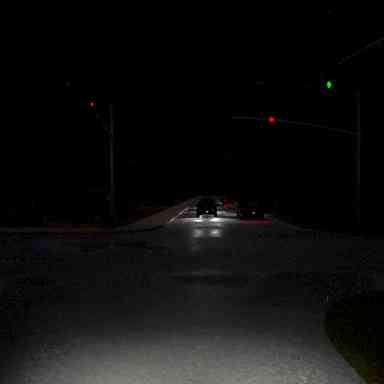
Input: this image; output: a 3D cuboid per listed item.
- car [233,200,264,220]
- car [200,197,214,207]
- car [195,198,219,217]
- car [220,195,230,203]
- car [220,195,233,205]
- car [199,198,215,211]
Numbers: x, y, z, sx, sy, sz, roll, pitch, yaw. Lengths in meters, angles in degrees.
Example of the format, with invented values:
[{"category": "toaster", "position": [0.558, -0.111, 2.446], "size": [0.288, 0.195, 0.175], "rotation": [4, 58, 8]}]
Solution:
[{"category": "car", "position": [4.843, 1.443, 27.991], "size": [1.882, 1.535, 5.008], "rotation": [0, 0, 3]}, {"category": "car", "position": [2.339, 1.529, 50.357], "size": [1.994, 1.385, 4.181], "rotation": [0, 0, 3]}, {"category": "car", "position": [1.384, 1.470, 30.997], "size": [1.837, 1.490, 4.892], "rotation": [0, 0, 3]}, {"category": "car", "position": [6.838, 1.470, 68.975], "size": [1.837, 1.490, 4.892], "rotation": [0, 0, 3]}, {"category": "car", "position": [6.353, 1.566, 59.014], "size": [1.895, 1.301, 4.718], "rotation": [0, 0, 3]}, {"category": "car", "position": [1.847, 1.470, 40.449], "size": [1.837, 1.490, 4.892], "rotation": [0, 0, 3]}]
